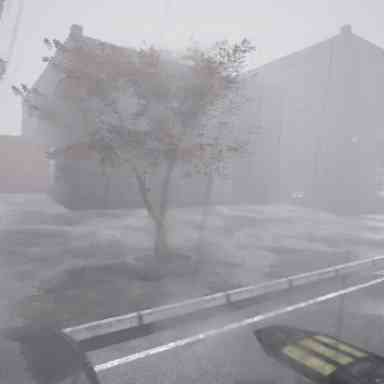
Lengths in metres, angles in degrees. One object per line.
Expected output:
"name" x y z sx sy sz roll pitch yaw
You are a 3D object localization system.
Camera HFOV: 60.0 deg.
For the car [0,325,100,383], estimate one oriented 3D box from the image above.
"car" -2.971 1.547 1.270 5.357 1.411 2.033 0 0 -35
